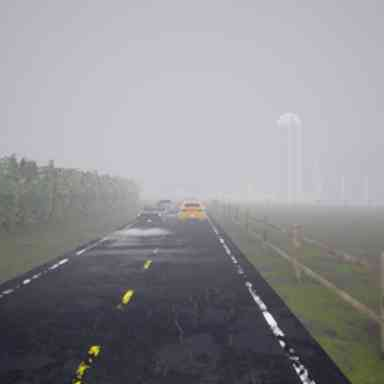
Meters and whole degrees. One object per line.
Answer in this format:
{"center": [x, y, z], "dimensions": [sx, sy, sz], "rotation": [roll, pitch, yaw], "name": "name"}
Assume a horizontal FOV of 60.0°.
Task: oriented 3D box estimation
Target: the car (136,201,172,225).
{"center": [-2.779, 1.582, 24.002], "dimensions": [1.895, 1.301, 4.718], "rotation": [0, 0, 0], "name": "car"}

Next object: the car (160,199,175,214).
{"center": [-2.807, 1.503, 35.088], "dimensions": [1.812, 1.442, 4.674], "rotation": [0, 0, 0], "name": "car"}

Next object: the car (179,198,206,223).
{"center": [0.025, 1.457, 25.399], "dimensions": [1.882, 1.535, 5.008], "rotation": [0, 0, 0], "name": "car"}

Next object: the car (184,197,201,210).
{"center": [0.033, 1.467, 43.506], "dimensions": [2.128, 1.511, 4.902], "rotation": [0, 0, 0], "name": "car"}
